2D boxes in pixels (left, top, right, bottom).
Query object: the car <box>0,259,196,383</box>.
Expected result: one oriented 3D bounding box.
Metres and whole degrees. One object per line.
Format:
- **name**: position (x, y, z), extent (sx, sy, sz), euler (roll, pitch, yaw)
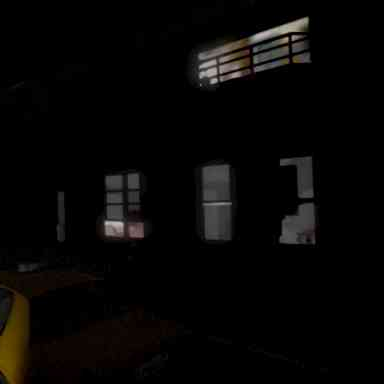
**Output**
- **car**: position (-2.243, 1.566, 4.350), extent (4.829, 1.417, 1.752), euler (-1, -2, 36)
